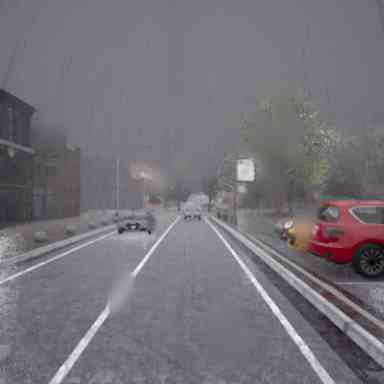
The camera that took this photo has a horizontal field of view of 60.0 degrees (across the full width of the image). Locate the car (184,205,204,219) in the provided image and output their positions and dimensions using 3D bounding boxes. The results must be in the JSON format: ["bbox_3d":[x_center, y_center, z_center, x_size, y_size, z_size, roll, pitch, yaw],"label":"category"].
[{"bbox_3d":[0.086,2.516,39.198,1.895,1.301,4.718,0,-2,1],"label":"car"}]

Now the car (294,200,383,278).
[{"bbox_3d":[6.264,1.275,9.819,5.566,2.045,2.435,0,0,0],"label":"car"}]

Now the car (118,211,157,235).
[{"bbox_3d":[-3.348,1.864,20.945,1.994,1.385,4.181,0,-2,0],"label":"car"}]

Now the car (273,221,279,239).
[{"bbox_3d":[6.207,1.474,15.770,4.553,1.767,2.185,0,-1,-1],"label":"car"}]

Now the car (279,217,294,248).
[{"bbox_3d":[6.211,1.562,12.733,5.008,1.535,2.097,0,-1,-1],"label":"car"}]
